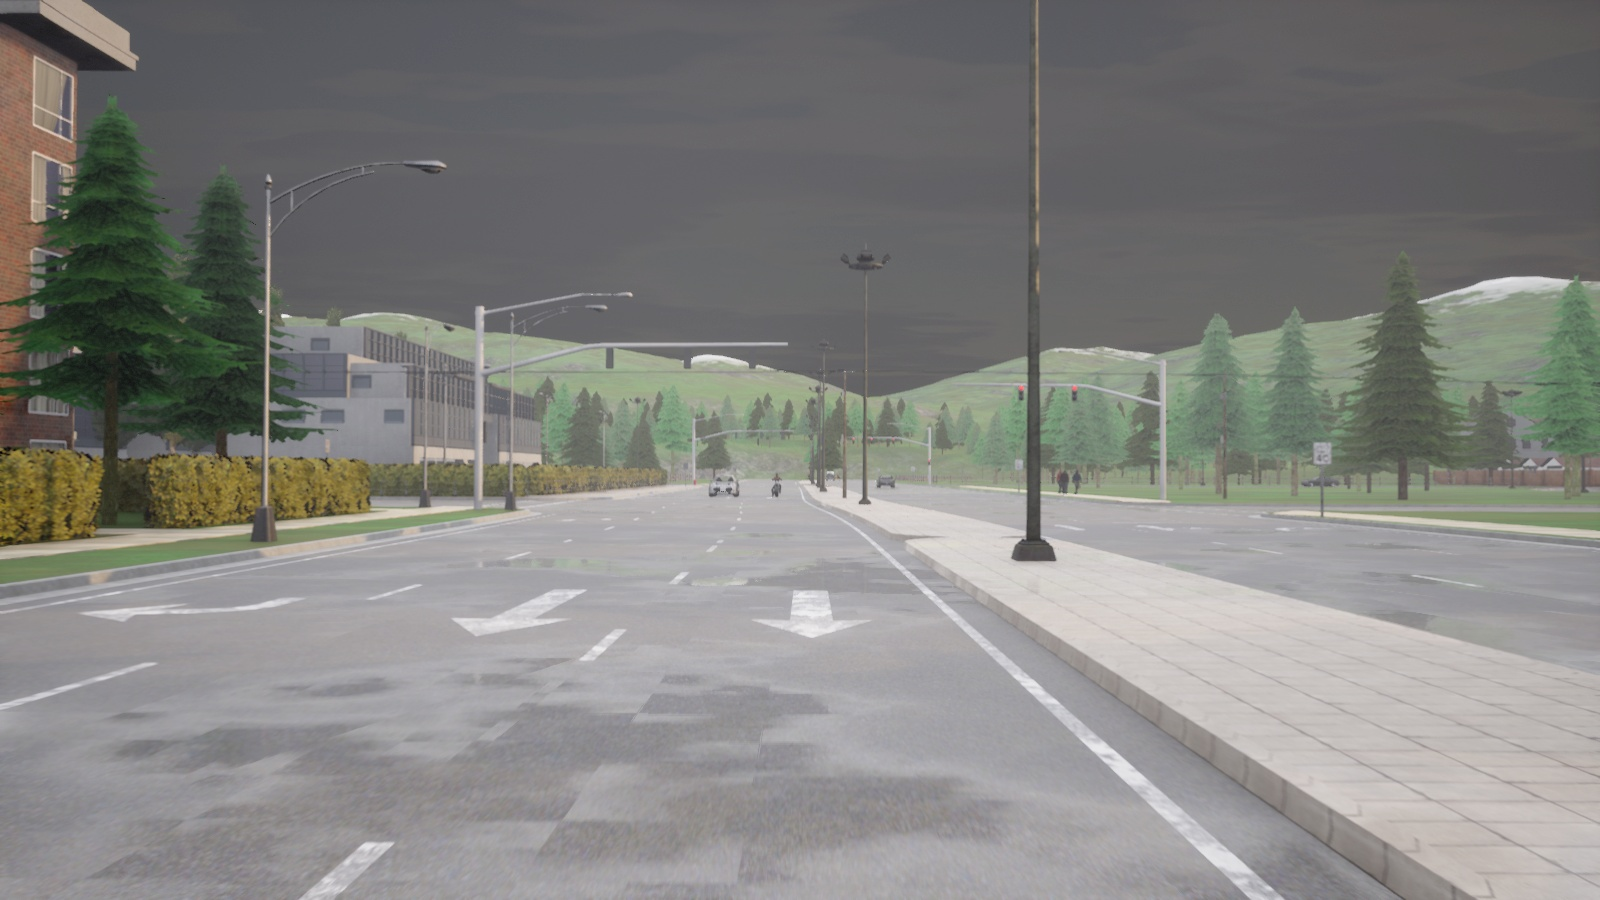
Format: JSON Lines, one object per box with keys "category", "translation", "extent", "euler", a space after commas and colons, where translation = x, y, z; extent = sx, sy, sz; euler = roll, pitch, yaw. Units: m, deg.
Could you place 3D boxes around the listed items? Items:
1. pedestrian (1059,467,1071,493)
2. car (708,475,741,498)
{"category": "pedestrian", "translation": [18.505, 2.087, 87.716], "extent": [0.634, 1.844, 0.899], "euler": [0, -1, 1]}
{"category": "car", "translation": [-5.027, 2.440, 84.196], "extent": [1.970, 1.475, 3.806], "euler": [0, -1, 0]}
